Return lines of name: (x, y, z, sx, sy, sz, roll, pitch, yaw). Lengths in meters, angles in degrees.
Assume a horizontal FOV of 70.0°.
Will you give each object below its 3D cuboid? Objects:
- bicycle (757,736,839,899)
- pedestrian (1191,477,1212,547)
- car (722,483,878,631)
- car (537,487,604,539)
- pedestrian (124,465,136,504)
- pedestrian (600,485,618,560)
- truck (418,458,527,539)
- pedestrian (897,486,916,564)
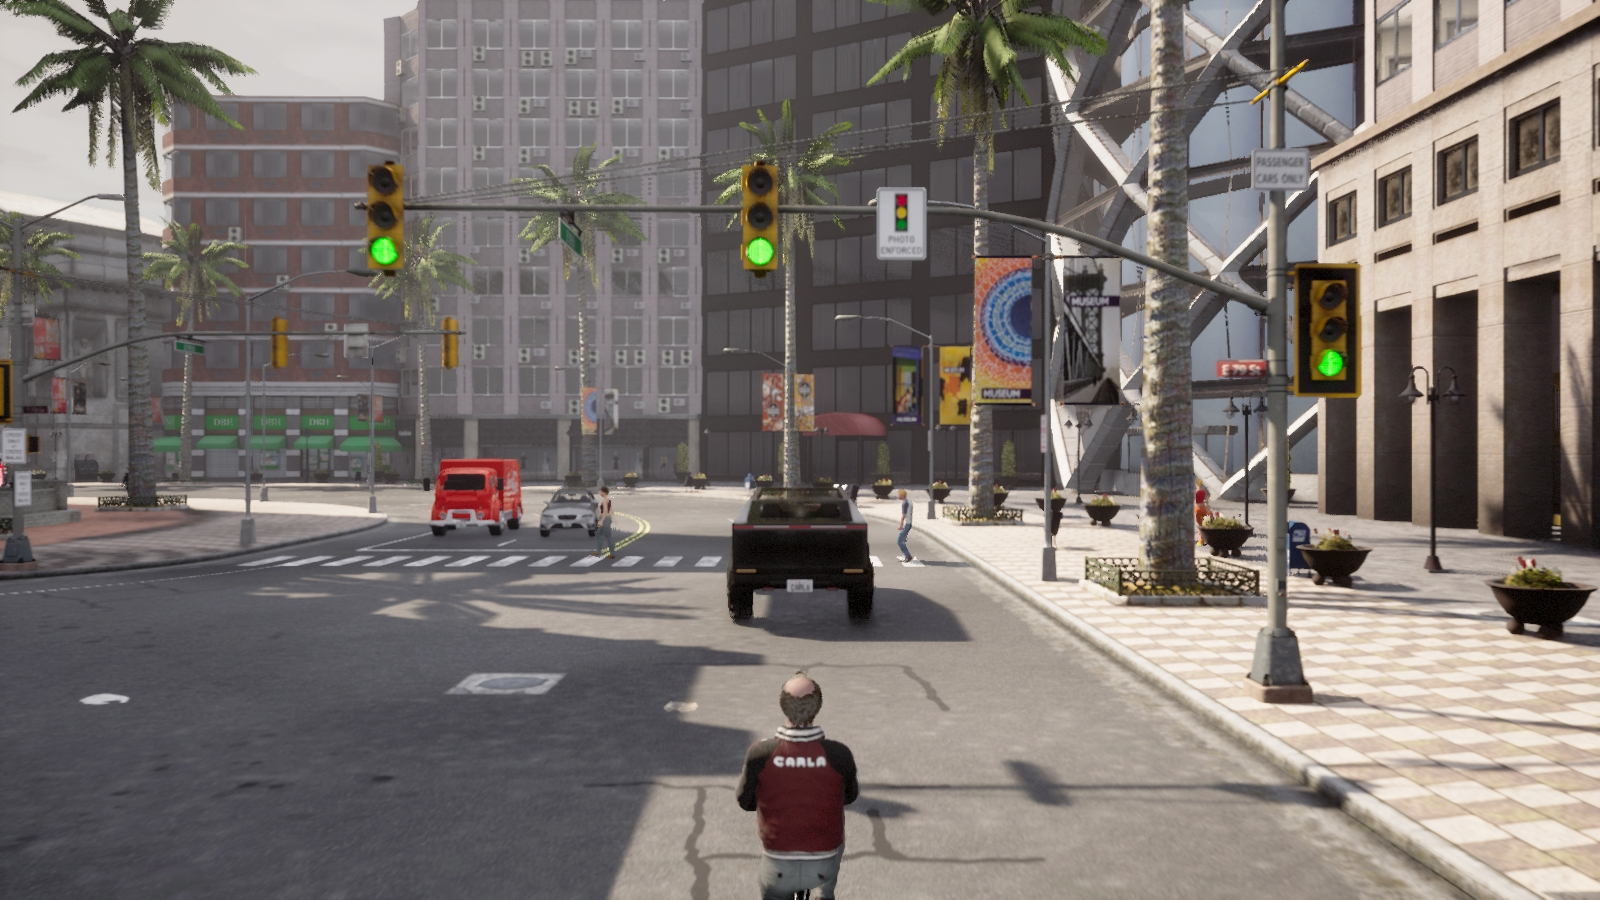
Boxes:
bicycle: (-0.006, 2.203, 5.514, 0.329, 1.171, 1.835, 0, 1, 0)
pedestrian: (10.819, 1.667, 30.775, 0.375, 1.860, 0.375, 0, 0, -14)
car: (0.001, 1.731, 20.674, 2.390, 2.098, 6.274, 0, 0, 0)
car: (-7.511, 2.027, 37.741, 1.816, 1.474, 4.193, 0, 0, -7)
pedestrian: (-31.908, 1.640, 54.420, 0.375, 1.860, 0.375, 0, 0, 28)
pedestrian: (-4.819, 1.819, 28.808, 0.375, 1.860, 0.375, 0, 0, 5)
truck: (-10.874, 1.528, 38.402, 2.627, 2.467, 5.204, 0, 0, -6)
pedestrian: (2.606, 1.820, 27.892, 0.375, 1.860, 0.375, 0, 0, 19)
